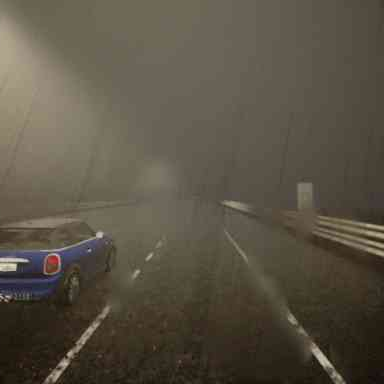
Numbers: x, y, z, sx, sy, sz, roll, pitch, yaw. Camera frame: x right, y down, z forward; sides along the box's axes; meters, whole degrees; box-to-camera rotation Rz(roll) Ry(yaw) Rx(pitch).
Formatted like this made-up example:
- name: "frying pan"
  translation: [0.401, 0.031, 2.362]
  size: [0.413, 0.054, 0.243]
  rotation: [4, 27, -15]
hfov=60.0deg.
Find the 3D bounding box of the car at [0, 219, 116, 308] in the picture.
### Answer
- name: "car"
  translation: [-3.383, 1.436, 8.319]
  size: [2.097, 1.767, 4.553]
  rotation: [0, 0, 1]
